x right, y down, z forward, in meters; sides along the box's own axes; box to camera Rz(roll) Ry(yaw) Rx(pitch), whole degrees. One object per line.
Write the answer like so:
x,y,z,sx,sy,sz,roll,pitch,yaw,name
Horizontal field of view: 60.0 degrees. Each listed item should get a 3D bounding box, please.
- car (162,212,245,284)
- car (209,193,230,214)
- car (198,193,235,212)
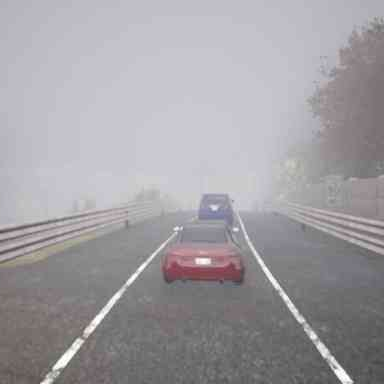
0.386,1.490,9.378,1.994,1.385,4.181,0,0,4,car
3.049,1.218,35.895,2.150,2.045,5.566,0,-1,6,car
1.662,1.065,22.332,2.150,2.045,5.566,0,0,7,car
